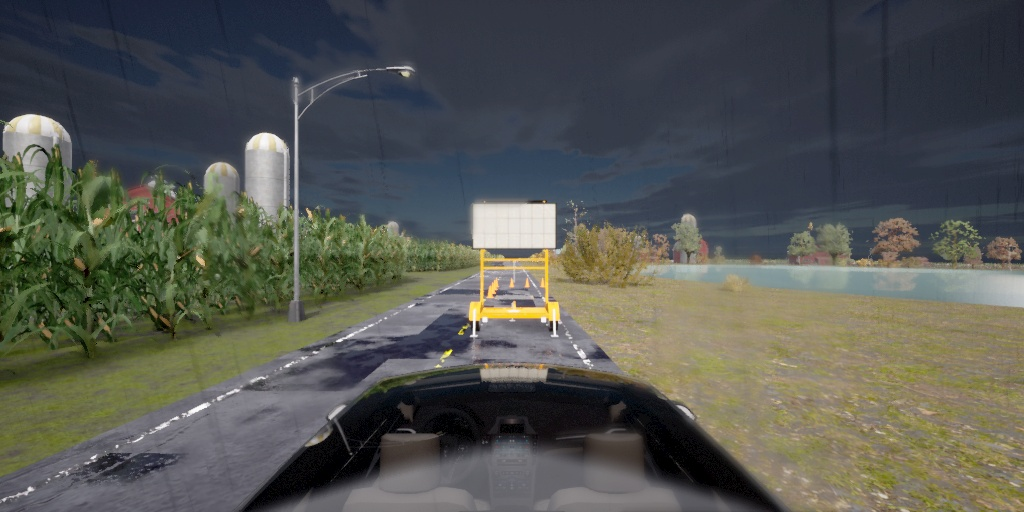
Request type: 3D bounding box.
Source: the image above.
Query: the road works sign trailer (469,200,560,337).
[{"bbox_3d":[0.068,0.217,10.266,2.380,3.560,2.880,0,0,0],"label":"road works sign trailer"}]

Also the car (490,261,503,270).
[{"bbox_3d":[-2.359,1.390,55.921,1.994,1.385,4.181,0,0,0],"label":"car"}]
